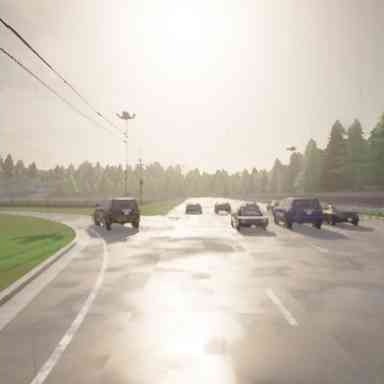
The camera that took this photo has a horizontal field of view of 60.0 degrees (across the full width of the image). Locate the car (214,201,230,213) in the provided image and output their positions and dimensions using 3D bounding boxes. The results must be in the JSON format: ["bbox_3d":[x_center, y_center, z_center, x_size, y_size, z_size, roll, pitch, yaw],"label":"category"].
[{"bbox_3d":[3.736,1.812,41.181,2.128,1.511,4.902,0,0,0],"label":"car"}]

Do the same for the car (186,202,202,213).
[{"bbox_3d":[0.238,1.895,41.752,1.994,1.385,4.181,0,0,0],"label":"car"}]

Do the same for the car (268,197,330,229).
[{"bbox_3d":[7.178,1.391,23.023,2.150,2.045,5.566,0,0,0],"label":"car"}]

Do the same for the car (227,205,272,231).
[{"bbox_3d":[3.675,1.769,22.058,1.895,1.301,4.718,0,0,0],"label":"car"}]

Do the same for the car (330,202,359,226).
[{"bbox_3d":[10.684,1.703,24.775,1.812,1.442,4.674,0,0,0],"label":"car"}]

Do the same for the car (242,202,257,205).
[{"bbox_3d":[7.238,1.881,41.696,1.994,1.385,4.181,0,0,0],"label":"car"}]

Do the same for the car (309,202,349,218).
[{"bbox_3d":[14.217,1.798,34.950,2.033,1.411,5.357,0,0,0],"label":"car"}]

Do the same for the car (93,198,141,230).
[{"bbox_3d":[-5.286,1.415,23.044,2.150,2.045,5.566,1,-1,-27],"label":"car"}]
